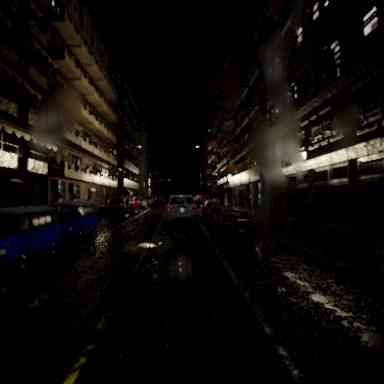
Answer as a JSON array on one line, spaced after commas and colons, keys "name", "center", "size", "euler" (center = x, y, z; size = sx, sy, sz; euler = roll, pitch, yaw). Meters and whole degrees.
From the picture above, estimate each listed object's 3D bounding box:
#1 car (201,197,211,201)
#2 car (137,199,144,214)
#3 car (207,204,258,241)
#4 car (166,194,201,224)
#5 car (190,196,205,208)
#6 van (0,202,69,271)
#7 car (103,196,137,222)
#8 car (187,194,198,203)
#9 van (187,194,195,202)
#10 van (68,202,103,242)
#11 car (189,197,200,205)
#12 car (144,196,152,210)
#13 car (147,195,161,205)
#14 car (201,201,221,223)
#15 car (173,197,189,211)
[{"name": "car", "center": [1.659, 1.435, 27.613], "size": [1.967, 1.590, 4.097], "euler": [1, 0, -2]}, {"name": "car", "center": [-6.422, 1.373, 32.917], "size": [2.192, 1.841, 5.009], "euler": [1, 0, -2]}, {"name": "car", "center": [2.046, 1.529, 16.558], "size": [1.887, 1.381, 4.507], "euler": [1, 0, -2]}, {"name": "car", "center": [-0.747, 1.235, 24.886], "size": [2.150, 2.045, 5.566], "euler": [0, 0, -2]}, {"name": "car", "center": [0.824, 1.474, 49.722], "size": [1.967, 1.590, 4.097], "euler": [1, 0, -2]}, {"name": "van", "center": [-5.630, 1.378, 10.809], "size": [1.690, 1.788, 3.998], "euler": [1, 0, -2]}, {"name": "car", "center": [-6.224, 1.366, 27.391], "size": [2.192, 1.841, 5.009], "euler": [1, 0, -2]}, {"name": "car", "center": [0.034, 1.418, 71.834], "size": [2.192, 1.841, 5.009], "euler": [1, 0, -2]}, {"name": "van", "center": [-0.165, 1.466, 77.362], "size": [1.690, 1.788, 3.998], "euler": [1, 0, -2]}, {"name": "van", "center": [-5.829, 1.381, 16.337], "size": [1.690, 1.788, 3.998], "euler": [1, 0, -2]}, {"name": "car", "center": [0.426, 1.646, 60.777], "size": [1.802, 1.307, 4.206], "euler": [1, 0, -2]}, {"name": "car", "center": [-6.823, 1.643, 43.972], "size": [1.947, 1.339, 4.313], "euler": [1, 0, -2]}, {"name": "car", "center": [-7.413, 1.435, 60.552], "size": [2.192, 1.841, 5.009], "euler": [1, 0, -2]}, {"name": "car", "center": [1.847, 1.534, 22.084], "size": [1.887, 1.381, 4.507], "euler": [1, 0, -2]}, {"name": "car", "center": [-1.375, 1.513, 42.576], "size": [1.882, 1.535, 5.008], "euler": [0, 0, -2]}]
